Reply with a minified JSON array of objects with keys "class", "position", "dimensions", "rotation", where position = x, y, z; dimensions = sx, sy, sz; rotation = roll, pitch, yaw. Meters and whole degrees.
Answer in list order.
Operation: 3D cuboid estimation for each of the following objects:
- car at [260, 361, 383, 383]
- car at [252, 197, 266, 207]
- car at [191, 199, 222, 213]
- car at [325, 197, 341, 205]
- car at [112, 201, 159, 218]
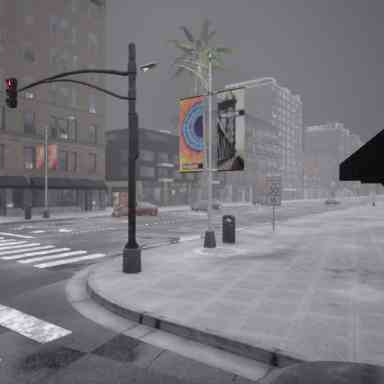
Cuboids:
[{"class":"car","position":[2.171,1.551,1.302],"dimensions":[4.403,1.369,2.008],"rotation":[0,0,35]},{"class":"car","position":[11.247,1.435,52.143],"dimensions":[2.033,1.411,5.357],"rotation":[0,0,35]},{"class":"car","position":[1.782,1.553,38.844],"dimensions":[1.837,1.490,4.892],"rotation":[0,0,35]},{"class":"car","position":[26.315,1.710,62.095],"dimensions":[1.994,1.385,4.181],"rotation":[0,0,35]},{"class":"car","position":[-4.894,1.553,29.373],"dimensions":[1.812,1.442,4.674],"rotation":[0,0,35]}]
